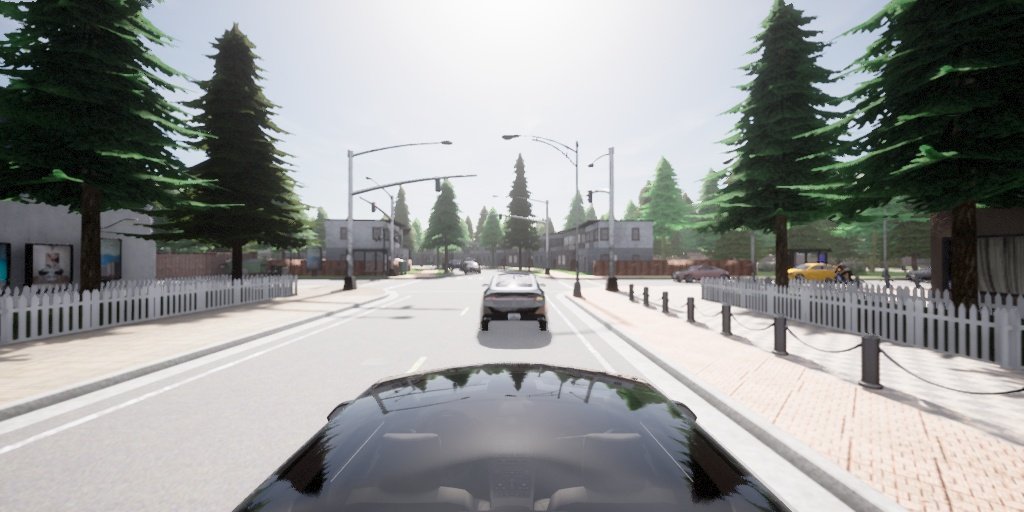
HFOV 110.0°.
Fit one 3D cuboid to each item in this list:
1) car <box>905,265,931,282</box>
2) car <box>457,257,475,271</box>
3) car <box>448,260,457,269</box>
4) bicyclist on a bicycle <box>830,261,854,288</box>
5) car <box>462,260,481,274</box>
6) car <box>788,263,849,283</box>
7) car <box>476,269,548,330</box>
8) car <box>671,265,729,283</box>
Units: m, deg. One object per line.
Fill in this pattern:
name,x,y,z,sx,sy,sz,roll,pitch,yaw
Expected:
car,34.548,1.391,28.662,4.892,1.490,1.837,0,0,2
car,-6.545,1.235,54.218,2.150,2.045,5.566,0,0,-15
car,-9.921,1.420,63.785,2.097,1.767,4.553,0,0,-24
bicyclist on a bicycle,19.887,1.148,21.621,0.582,1.620,1.656,0,-1,2
car,-4.941,1.526,45.052,1.994,1.385,4.181,0,0,-7
car,24.177,1.366,28.983,5.008,1.535,1.882,0,0,2
car,0.062,1.297,11.355,2.128,1.511,4.902,0,0,0
car,15.297,1.454,29.237,4.181,1.385,1.994,0,0,2
